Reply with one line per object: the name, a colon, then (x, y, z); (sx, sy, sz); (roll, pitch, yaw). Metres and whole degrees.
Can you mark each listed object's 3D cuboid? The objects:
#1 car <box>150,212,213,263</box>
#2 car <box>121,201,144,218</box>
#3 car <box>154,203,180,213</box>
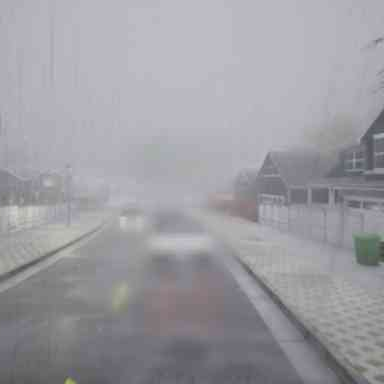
car: (-0.435, 1.637, 12.082); (1.895, 1.301, 4.718); (0, 0, -3)
car: (-5.935, 1.722, 33.333); (1.837, 1.490, 4.892); (0, -1, -10)
car: (-2.078, 1.628, 27.530); (2.128, 1.511, 4.902); (0, -1, -8)
